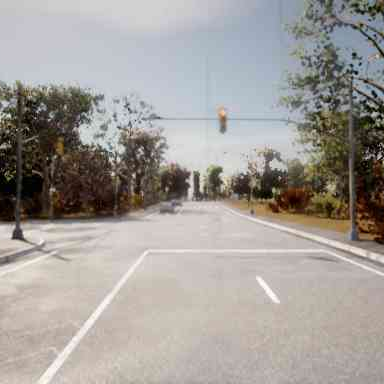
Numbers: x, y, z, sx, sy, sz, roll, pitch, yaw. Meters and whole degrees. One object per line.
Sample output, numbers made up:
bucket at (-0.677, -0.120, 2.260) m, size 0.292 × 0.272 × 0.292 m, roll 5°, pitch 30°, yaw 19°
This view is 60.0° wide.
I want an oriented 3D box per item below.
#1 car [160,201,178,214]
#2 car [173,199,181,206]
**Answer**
car at (-3.529, 2.409, 48.208) m, size 1.994 × 1.385 × 4.181 m, roll 0°, pitch 0°, yaw 0°
car at (-3.334, 2.310, 73.007) m, size 2.033 × 1.411 × 5.357 m, roll 0°, pitch 0°, yaw 1°
